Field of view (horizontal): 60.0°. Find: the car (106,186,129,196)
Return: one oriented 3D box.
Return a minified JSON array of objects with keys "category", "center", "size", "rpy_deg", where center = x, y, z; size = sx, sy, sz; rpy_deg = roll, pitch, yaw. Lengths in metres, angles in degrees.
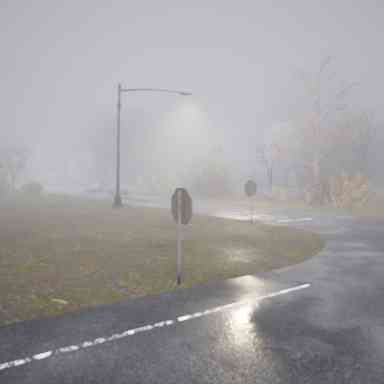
[{"category":"car","center":[-11.551,-0.150,51.407],"size":[2.033,1.411,5.357],"rpy_deg":[0,2,-36]}]

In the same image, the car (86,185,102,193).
[{"category":"car","center":[-17.625,-0.508,59.875],"size":[1.812,1.442,4.674],"rpy_deg":[0,2,-36]}]
